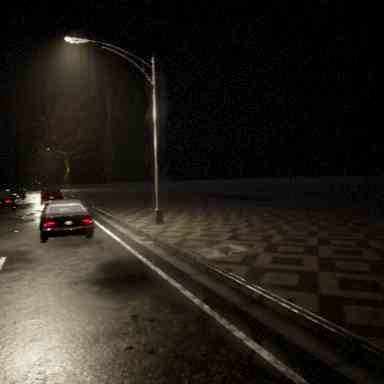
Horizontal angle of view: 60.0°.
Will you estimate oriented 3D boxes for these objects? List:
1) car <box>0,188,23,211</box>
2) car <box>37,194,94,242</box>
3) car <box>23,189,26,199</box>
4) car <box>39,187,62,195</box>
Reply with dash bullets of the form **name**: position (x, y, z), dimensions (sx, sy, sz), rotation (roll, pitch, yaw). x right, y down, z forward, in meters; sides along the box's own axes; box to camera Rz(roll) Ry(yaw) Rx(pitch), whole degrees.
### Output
- **car**: position (-14.440, 0.660, 25.412), dimensions (2.033, 1.411, 5.357), rotation (-2, 3, -24)
- **car**: position (-5.206, 1.011, 13.539), dimensions (2.033, 1.411, 5.357), rotation (-2, 3, -24)
- **car**: position (-20.700, 0.174, 39.128), dimensions (1.994, 1.385, 4.181), rotation (-2, 3, -24)
- **car**: position (-13.413, 0.276, 31.614), dimensions (1.882, 1.535, 5.008), rotation (-2, 3, -24)
